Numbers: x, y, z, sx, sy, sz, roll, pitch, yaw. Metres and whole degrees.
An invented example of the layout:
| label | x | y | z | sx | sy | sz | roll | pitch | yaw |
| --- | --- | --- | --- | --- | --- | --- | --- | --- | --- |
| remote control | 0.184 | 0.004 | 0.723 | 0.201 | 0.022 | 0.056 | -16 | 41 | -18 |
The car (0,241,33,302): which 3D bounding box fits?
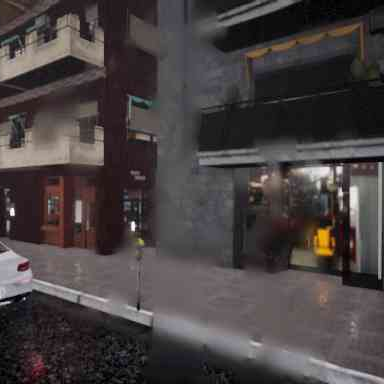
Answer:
| label | x | y | z | sx | sy | sz | roll | pitch | yaw |
| --- | --- | --- | --- | --- | --- | --- | --- | --- | --- |
| car | -5.154 | 1.524 | 6.957 | 4.674 | 1.442 | 1.812 | 0 | 0 | 36 |
